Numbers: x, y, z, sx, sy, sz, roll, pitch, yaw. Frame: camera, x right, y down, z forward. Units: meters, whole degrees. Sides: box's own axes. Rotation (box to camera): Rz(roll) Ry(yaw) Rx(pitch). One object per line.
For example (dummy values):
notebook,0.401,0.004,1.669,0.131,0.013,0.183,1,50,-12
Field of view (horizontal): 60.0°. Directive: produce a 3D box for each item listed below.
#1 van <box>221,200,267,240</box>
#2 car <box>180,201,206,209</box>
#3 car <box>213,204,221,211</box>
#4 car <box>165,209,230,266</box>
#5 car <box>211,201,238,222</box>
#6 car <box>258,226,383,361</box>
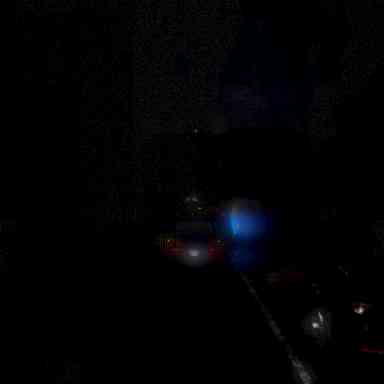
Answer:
van,2.645,1.350,16.818,1.690,1.788,3.998,0,0,0
car,0.091,1.526,27.802,1.837,1.490,4.892,0,0,0
car,2.645,1.455,22.256,1.967,1.590,4.097,0,0,0
car,0.091,1.530,11.486,1.812,1.442,4.674,0,0,0
car,2.644,1.547,27.863,1.752,1.417,4.829,0,0,0
car,2.644,1.568,5.943,1.947,1.339,4.313,0,0,0
